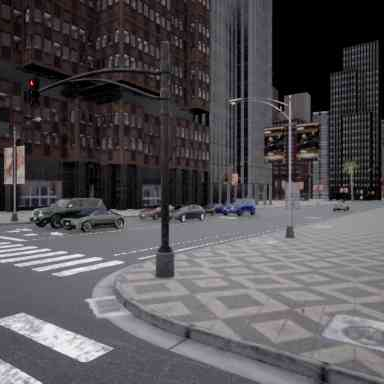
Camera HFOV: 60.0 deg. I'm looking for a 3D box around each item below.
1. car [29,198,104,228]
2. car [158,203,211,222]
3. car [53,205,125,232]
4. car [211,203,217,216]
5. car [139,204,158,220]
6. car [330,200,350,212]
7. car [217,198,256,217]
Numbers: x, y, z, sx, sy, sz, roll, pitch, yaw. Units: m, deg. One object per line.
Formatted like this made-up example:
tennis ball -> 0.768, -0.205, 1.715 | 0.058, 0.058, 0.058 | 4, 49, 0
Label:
car -> -8.798, 1.457, 24.268 | 2.150, 2.045, 5.566 | 0, -1, 35
car -> -0.578, 1.884, 30.272 | 1.837, 1.490, 4.892 | 0, -1, 35
car -> -6.475, 1.795, 21.921 | 1.994, 1.385, 4.181 | 0, -1, 35
car -> 2.773, 2.074, 40.648 | 2.033, 1.411, 5.357 | 0, -1, 35
car -> -3.104, 1.904, 32.349 | 1.812, 1.442, 4.674 | 0, -1, 35
car -> 24.169, 2.429, 53.704 | 2.033, 1.411, 5.357 | 0, -1, 34
car -> 5.586, 1.755, 38.988 | 2.150, 2.045, 5.566 | 0, -1, 35
